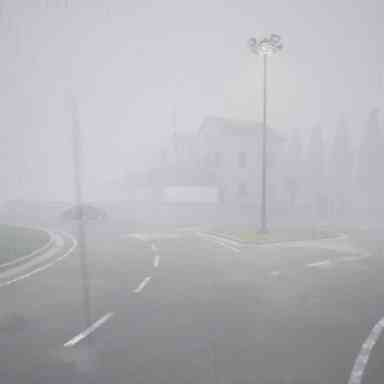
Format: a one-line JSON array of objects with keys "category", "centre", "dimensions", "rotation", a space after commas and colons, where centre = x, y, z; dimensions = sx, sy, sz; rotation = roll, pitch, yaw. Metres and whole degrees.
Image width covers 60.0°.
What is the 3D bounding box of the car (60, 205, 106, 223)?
[{"category": "car", "centre": [-9.663, 1.916, 29.392], "dimensions": [4.892, 1.490, 1.837], "rotation": [0, -2, 35]}]
